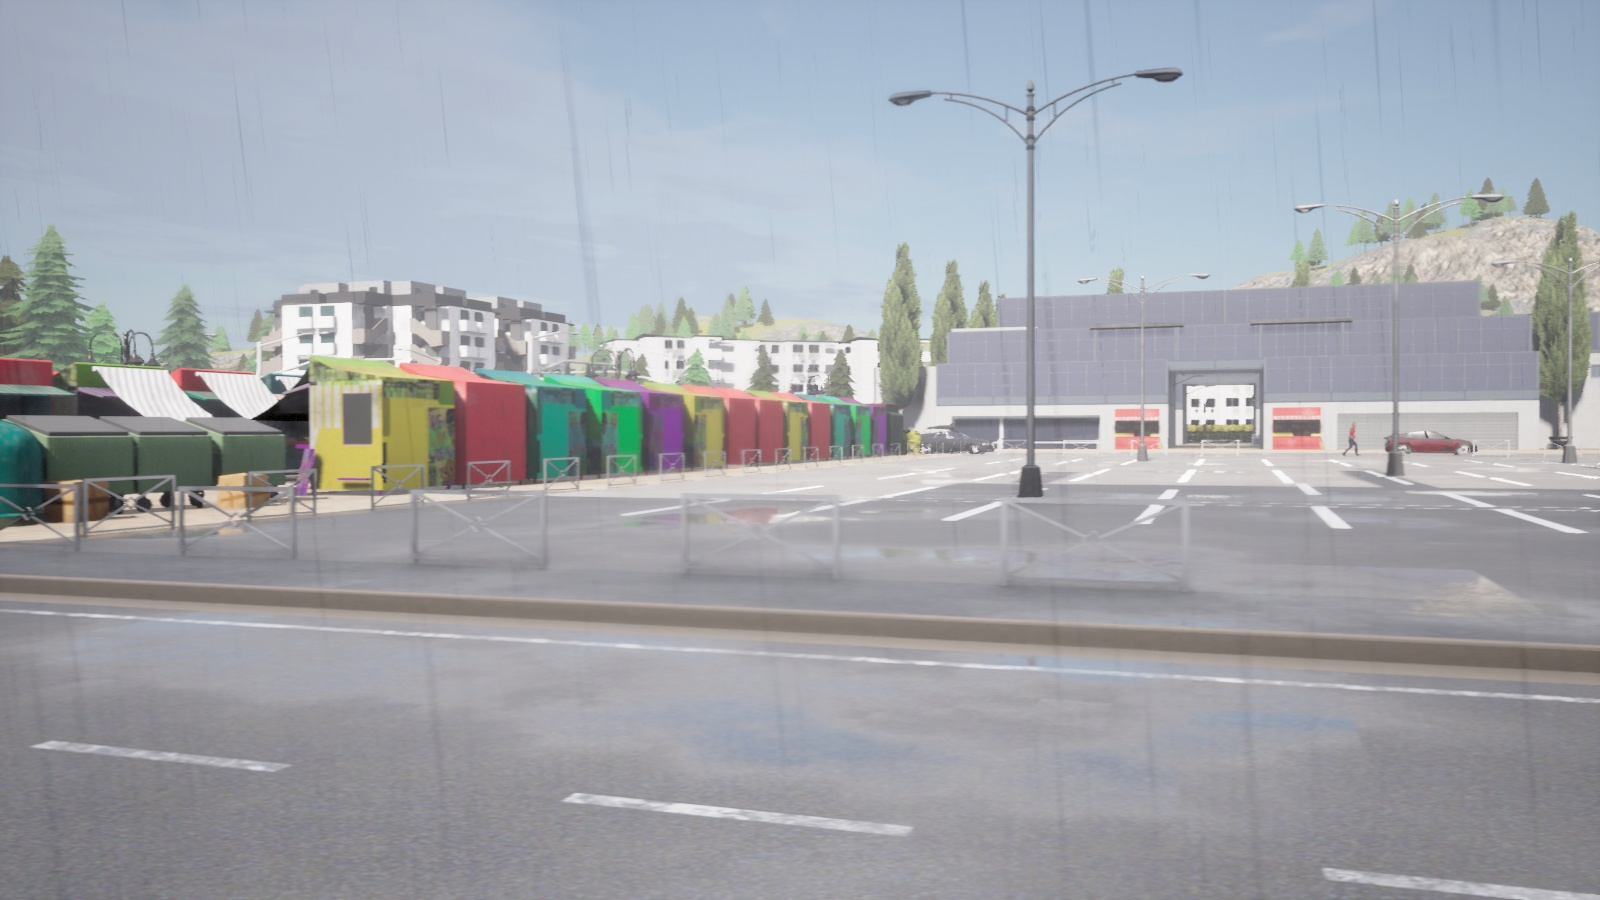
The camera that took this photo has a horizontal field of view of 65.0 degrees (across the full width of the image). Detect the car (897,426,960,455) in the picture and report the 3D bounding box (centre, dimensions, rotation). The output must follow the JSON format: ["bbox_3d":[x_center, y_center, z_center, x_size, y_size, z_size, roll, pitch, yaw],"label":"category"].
[{"bbox_3d":[8.712,-0.648,84.856,3.866,1.878,1.905,1,1,20],"label":"car"}]

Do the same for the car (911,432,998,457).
[{"bbox_3d":[9.484,-0.361,77.096,4.902,1.511,2.128,1,1,21],"label":"car"}]

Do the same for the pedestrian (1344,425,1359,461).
[{"bbox_3d":[28.427,-0.389,64.703,0.636,1.846,0.331,1,1,33],"label":"pedestrian"}]

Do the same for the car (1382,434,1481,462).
[{"bbox_3d":[35.660,-0.122,71.071,4.792,1.488,2.163,1,1,20],"label":"car"}]
